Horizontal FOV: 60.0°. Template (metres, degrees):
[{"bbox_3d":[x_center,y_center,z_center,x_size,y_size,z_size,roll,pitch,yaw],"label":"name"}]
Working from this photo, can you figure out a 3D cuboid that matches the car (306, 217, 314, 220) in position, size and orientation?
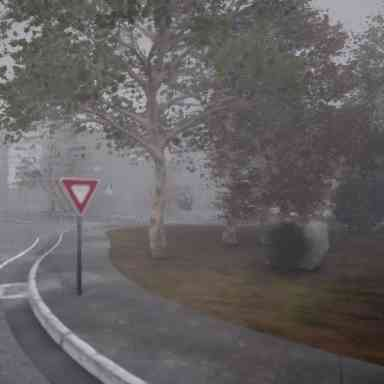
[{"bbox_3d":[16.498,3.747,48.030,4.553,1.767,2.097,4,-3,-37],"label":"car"}]

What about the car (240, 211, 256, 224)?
[{"bbox_3d":[6.908,2.787,40.613,5.566,2.045,2.150,5,-3,-36],"label":"car"}]

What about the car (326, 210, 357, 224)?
[{"bbox_3d":[24.351,4.066,54.113,5.566,2.045,2.150,3,-2,-37],"label":"car"}]

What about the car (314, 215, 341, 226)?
[{"bbox_3d":[19.669,3.979,46.481,4.892,1.490,1.837,4,-3,-37],"label":"car"}]

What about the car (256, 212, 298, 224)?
[{"bbox_3d":[10.305,3.167,39.216,5.008,1.535,1.882,5,-3,-38],"label":"car"}]
